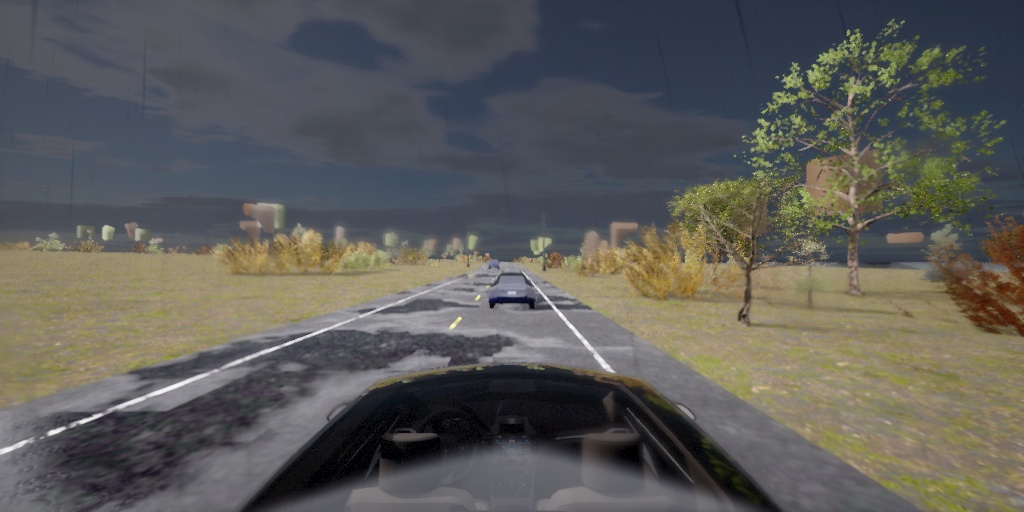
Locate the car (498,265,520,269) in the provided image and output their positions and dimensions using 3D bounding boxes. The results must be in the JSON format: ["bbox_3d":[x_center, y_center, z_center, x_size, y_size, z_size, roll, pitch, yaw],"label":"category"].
[{"bbox_3d":[-0.015,1.631,30.962,1.895,1.301,4.718,0,-1,0],"label":"car"}]

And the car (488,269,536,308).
[{"bbox_3d":[-0.003,1.451,16.169,1.994,1.385,4.181,0,-1,0],"label":"car"}]
